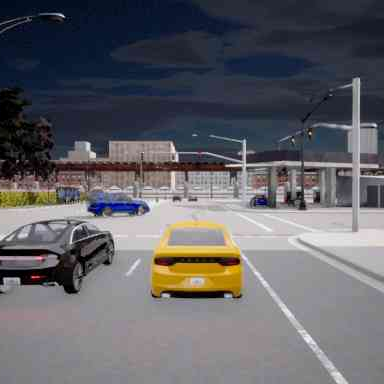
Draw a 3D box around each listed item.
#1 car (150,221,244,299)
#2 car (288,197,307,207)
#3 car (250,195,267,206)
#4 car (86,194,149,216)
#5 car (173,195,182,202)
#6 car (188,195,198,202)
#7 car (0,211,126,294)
[{"bbox_3d":[0.107,1.468,8.516,1.882,1.535,5.008,0,0,0],"label":"car"},{"bbox_3d":[15.603,1.426,49.526,1.970,1.475,3.806,0,0,1],"label":"car"},{"bbox_3d":[9.856,1.253,48.780,2.242,1.667,4.611,0,0,1],"label":"car"},{"bbox_3d":[-6.582,1.169,29.647,5.566,2.045,2.150,0,1,-38],"label":"car"},{"bbox_3d":[-3.282,1.386,73.494,1.837,1.490,4.892,0,0,0],"label":"car"},{"bbox_3d":[0.218,1.446,73.484,1.994,1.385,4.181,0,0,0],"label":"car"},{"bbox_3d":[-3.392,1.474,8.735,2.128,1.511,4.902,0,0,0],"label":"car"}]
